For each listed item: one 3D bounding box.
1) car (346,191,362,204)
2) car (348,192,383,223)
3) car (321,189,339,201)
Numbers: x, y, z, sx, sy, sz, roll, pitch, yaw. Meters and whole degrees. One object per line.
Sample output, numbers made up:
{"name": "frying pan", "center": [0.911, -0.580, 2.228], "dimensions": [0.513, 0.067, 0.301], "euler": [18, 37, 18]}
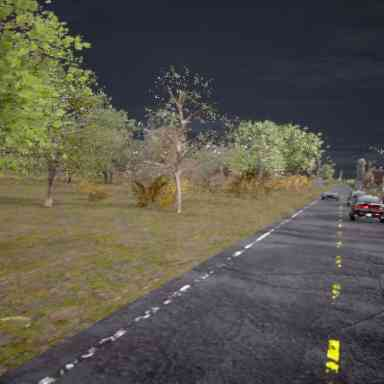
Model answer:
{"name": "car", "center": [17.138, 0.661, 34.406], "dimensions": [1.837, 1.490, 4.892], "euler": [3, 3, 24]}
{"name": "car", "center": [11.108, 1.006, 21.144], "dimensions": [1.837, 1.490, 4.892], "euler": [3, 3, 25]}
{"name": "car", "center": [17.797, 0.373, 42.716], "dimensions": [1.994, 1.385, 4.181], "euler": [3, 3, 24]}
